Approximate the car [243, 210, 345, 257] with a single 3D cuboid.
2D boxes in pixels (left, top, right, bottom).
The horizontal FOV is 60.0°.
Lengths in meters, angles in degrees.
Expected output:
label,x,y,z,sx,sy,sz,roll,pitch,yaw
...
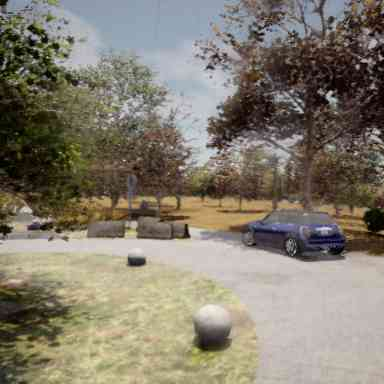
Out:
label,x,y,z,sx,sy,sz,roll,pitch,yaw
car,3.952,1.515,13.765,2.097,1.767,4.553,1,-2,-20
